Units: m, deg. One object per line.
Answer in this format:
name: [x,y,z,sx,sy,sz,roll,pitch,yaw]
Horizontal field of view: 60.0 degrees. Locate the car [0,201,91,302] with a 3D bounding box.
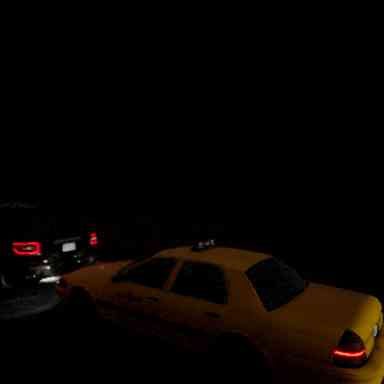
car: [-4.770,1.268,8.652,5.566,2.045,2.150,0,1,36]

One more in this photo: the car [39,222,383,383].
car: [-0.047,1.493,5.195,5.366,1.575,1.801,0,1,36]
